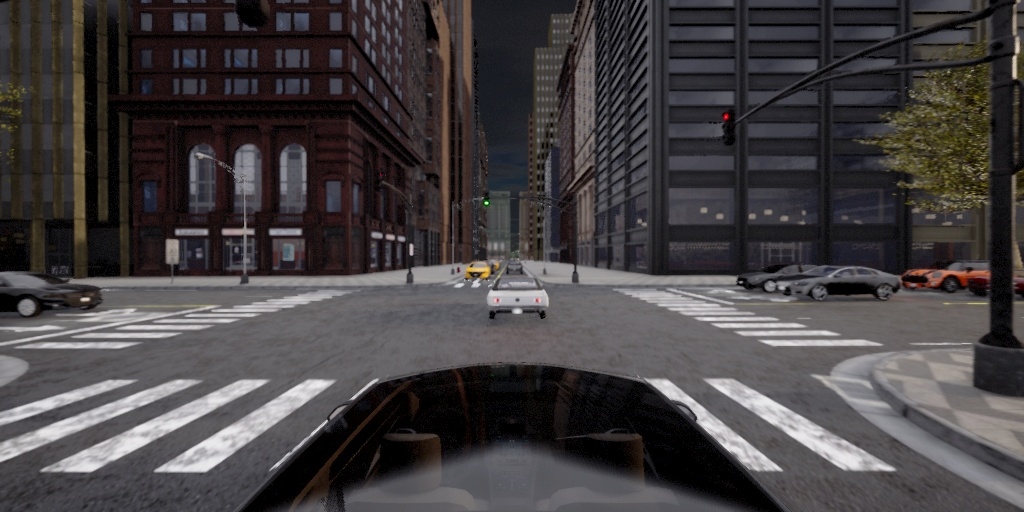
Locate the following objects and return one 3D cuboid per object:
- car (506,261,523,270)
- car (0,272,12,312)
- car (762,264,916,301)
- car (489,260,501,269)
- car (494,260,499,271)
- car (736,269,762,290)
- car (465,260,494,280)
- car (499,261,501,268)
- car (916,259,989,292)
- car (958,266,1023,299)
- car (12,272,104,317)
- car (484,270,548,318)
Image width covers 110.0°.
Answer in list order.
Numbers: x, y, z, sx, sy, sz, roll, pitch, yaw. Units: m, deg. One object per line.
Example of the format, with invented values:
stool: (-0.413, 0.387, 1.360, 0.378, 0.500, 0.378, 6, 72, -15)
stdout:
car: (0.284, 1.269, 42.017, 2.128, 1.511, 4.902, 0, 0, 0)
car: (-17.505, 1.319, 9.715, 5.008, 1.535, 1.882, 0, 0, -1)
car: (14.693, 1.177, 16.347, 4.902, 1.511, 2.128, 0, 0, -2)
car: (-2.807, 1.410, 60.397, 1.895, 1.301, 4.718, 0, 0, 0)
car: (-2.884, 1.272, 40.586, 2.128, 1.511, 4.902, 0, 0, 0)
car: (14.922, 1.174, 19.585, 4.892, 1.490, 1.837, 0, 0, 0)
car: (-2.911, 1.249, 31.293, 1.882, 1.535, 5.008, 0, 0, 0)
car: (-2.812, 1.270, 50.471, 1.882, 1.535, 5.008, 0, 0, 0)
car: (24.118, 0.989, 19.559, 4.553, 1.767, 2.097, 0, 0, 0)
car: (23.961, 1.254, 16.316, 4.718, 1.301, 1.895, 0, 0, 0)
car: (-17.906, 1.306, 12.962, 5.008, 1.535, 1.882, 0, 0, 0)
car: (0.190, 1.362, 12.981, 1.895, 1.301, 4.718, 0, 0, 1)
